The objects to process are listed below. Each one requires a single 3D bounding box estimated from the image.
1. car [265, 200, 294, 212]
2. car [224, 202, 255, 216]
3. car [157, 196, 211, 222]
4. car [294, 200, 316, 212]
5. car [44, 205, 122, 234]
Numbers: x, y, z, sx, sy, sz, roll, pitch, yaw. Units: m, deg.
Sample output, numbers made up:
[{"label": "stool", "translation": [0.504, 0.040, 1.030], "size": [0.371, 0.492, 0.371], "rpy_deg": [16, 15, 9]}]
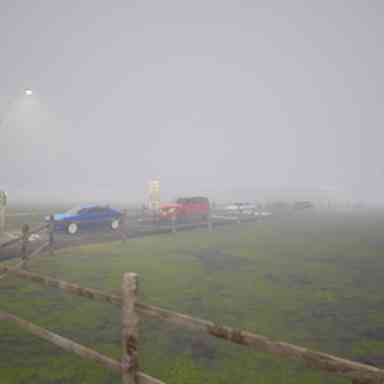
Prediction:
[{"label": "car", "translation": [11.419, 1.839, 44.423], "size": [2.128, 1.511, 4.902], "rpy_deg": [0, 0, 37]}, {"label": "car", "translation": [5.238, 1.773, 36.010], "size": [1.812, 1.442, 4.674], "rpy_deg": [0, 0, 36]}, {"label": "car", "translation": [-0.526, 1.380, 28.125], "size": [2.150, 2.045, 5.566], "rpy_deg": [0, 0, 36]}, {"label": "car", "translation": [15.122, 1.890, 44.577], "size": [1.837, 1.490, 4.892], "rpy_deg": [0, 0, 36]}, {"label": "car", "translation": [-6.367, 1.550, 20.067], "size": [1.882, 1.535, 5.008], "rpy_deg": [0, 0, 35]}]
